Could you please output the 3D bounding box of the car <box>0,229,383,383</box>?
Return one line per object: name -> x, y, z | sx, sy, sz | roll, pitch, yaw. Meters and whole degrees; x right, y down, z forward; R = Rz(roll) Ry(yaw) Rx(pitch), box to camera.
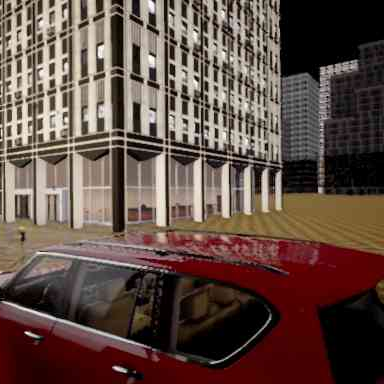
car -> -0.590, 1.320, 3.302 | 5.009, 1.841, 2.192 | 0, -1, 35
